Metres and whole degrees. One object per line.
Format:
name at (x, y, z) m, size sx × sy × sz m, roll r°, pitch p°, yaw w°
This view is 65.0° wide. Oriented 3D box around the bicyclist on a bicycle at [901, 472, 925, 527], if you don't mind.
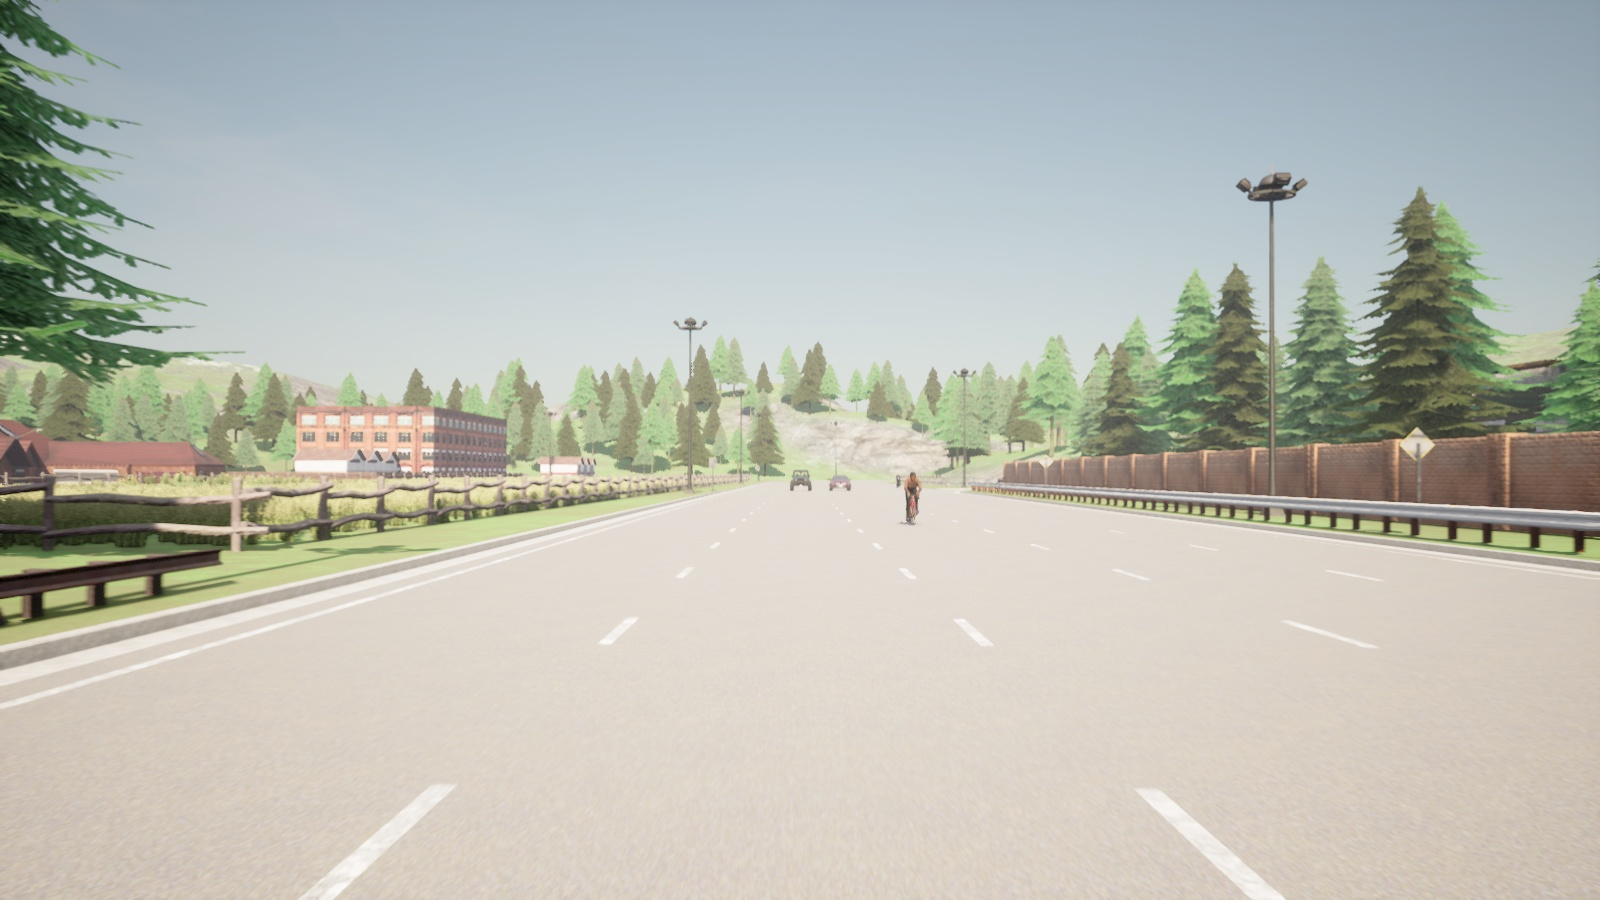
bicyclist on a bicycle at (3.407, 1.478, 37.962) m, size 0.582 × 1.620 × 1.656 m, roll 0°, pitch -1°, yaw 0°
